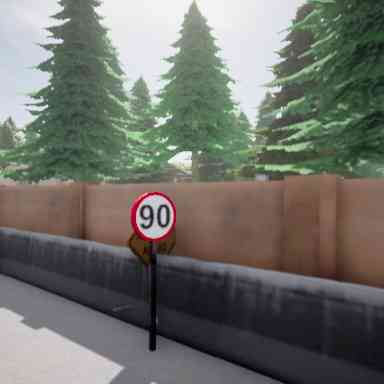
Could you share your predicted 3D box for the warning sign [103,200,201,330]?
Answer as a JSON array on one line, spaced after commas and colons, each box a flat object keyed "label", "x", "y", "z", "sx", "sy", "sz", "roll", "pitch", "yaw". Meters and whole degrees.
[{"label": "warning sign", "x": -0.651, "y": 1.088, "z": 5.691, "sx": 1.060, "sy": 1.860, "sz": 1.300, "roll": 0, "pitch": 0, "yaw": 37}]
